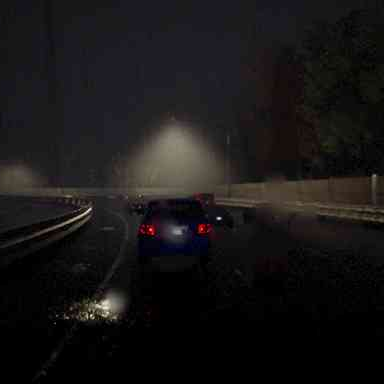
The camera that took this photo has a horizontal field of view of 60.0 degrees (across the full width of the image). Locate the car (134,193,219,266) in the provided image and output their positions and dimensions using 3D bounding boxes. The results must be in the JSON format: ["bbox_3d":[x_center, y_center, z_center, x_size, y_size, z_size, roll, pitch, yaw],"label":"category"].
[{"bbox_3d":[-0.745,1.189,11.695,2.150,2.045,5.566,0,0,-7],"label":"car"}]

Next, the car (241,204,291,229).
[{"bbox_3d":[4.611,1.483,21.340,1.994,1.385,4.181,0,0,-11],"label":"car"}]

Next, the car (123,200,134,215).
[{"bbox_3d":[-5.665,1.468,33.185,2.033,1.411,5.357,0,0,-19],"label":"car"}]

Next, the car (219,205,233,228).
[{"bbox_3d":[1.167,1.495,21.188,1.994,1.385,4.181,0,0,-11],"label":"car"}]

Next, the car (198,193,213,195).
[{"bbox_3d":[0.704,1.110,36.051,2.150,2.045,5.566,0,0,-19],"label":"car"}]

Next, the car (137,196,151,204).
[{"bbox_3d":[-9.111,1.409,62.666,1.994,1.385,4.181,0,0,-17],"label":"car"}]
